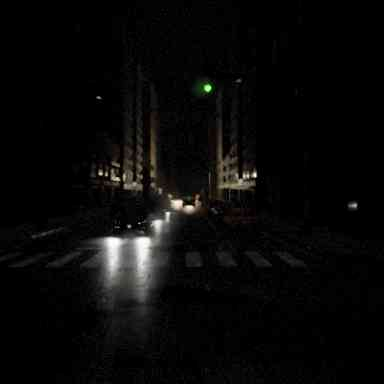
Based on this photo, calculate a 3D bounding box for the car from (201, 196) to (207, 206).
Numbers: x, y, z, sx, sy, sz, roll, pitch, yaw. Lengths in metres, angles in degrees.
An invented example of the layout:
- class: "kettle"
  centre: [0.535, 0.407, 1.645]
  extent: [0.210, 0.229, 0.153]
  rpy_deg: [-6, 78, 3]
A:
- class: "car"
  centre: [2.491, 1.508, 40.967]
  extent: [1.887, 1.381, 4.507]
  rpy_deg: [0, 0, -1]

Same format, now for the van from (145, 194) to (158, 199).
- class: "van"
  centre: [-6.093, 1.306, 46.403]
  extent: [1.690, 1.788, 3.998]
  rpy_deg: [0, 0, -1]

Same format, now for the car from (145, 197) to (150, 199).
- class: "car"
  centre: [-5.977, 1.529, 35.353]
  extent: [2.008, 1.369, 4.403]
  rpy_deg: [0, 0, -1]

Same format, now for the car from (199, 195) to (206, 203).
- class: "car"
  centre: [2.433, 1.507, 46.492]
  extent: [2.008, 1.369, 4.403]
  rpy_deg: [0, 0, -1]

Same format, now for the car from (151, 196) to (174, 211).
- class: "car"
  centre: [-3.396, 1.497, 39.083]
  extent: [1.812, 1.442, 4.674]
  rpy_deg: [0, 0, 0]

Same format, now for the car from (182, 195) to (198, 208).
- class: "car"
  centre: [-0.445, 1.557, 48.430]
  extent: [1.895, 1.301, 4.718]
  rpy_deg: [0, 0, -1]

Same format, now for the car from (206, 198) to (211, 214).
- class: "car"
  centre: [2.606, 1.526, 29.915]
  extent: [2.008, 1.369, 4.403]
  rpy_deg: [0, 0, -1]

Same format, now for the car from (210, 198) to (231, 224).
- class: "car"
  centre: [2.664, 1.420, 24.389]
  extent: [1.967, 1.590, 4.097]
  rpy_deg: [0, 0, -1]

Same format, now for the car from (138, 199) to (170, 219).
- class: "car"
  centre: [-3.328, 1.546, 29.151]
  extent: [1.994, 1.385, 4.181]
  rpy_deg: [0, 0, 0]

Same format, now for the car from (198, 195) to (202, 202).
- class: "car"
  centre: [2.375, 1.531, 52.018]
  extent: [1.802, 1.307, 4.206]
  rpy_deg: [0, 0, -1]

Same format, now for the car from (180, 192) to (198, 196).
- class: "car"
  centre: [-0.549, 1.164, 58.431]
  extent: [2.150, 2.045, 5.566]
  rpy_deg: [0, 0, -1]

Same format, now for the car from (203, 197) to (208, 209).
- class: "car"
  centre: [2.549, 1.535, 35.441]
  extent: [1.947, 1.339, 4.313]
  rpy_deg: [0, 0, -1]

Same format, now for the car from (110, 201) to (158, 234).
- class: "car"
  centre: [-3.243, 1.495, 19.291]
  extent: [1.837, 1.490, 4.892]
  rpy_deg: [0, 0, -1]

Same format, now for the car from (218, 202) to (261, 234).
- class: "car"
  centre: [2.720, 1.510, 19.034]
  extent: [1.752, 1.417, 4.829]
  rpy_deg: [0, 0, -1]

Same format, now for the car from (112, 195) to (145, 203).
- class: "car"
  centre: [-5.919, 1.299, 29.826]
  extent: [2.192, 1.841, 5.009]
  rpy_deg: [0, 0, -1]

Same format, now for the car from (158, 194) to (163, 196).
- class: "car"
  centre: [-6.151, 1.273, 51.929]
  extent: [2.192, 1.841, 5.009]
  rpy_deg: [0, 0, -1]

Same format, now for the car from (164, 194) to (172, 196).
- class: "car"
  centre: [-6.440, 1.353, 79.557]
  extent: [1.967, 1.590, 4.097]
  rpy_deg: [0, 0, -1]
